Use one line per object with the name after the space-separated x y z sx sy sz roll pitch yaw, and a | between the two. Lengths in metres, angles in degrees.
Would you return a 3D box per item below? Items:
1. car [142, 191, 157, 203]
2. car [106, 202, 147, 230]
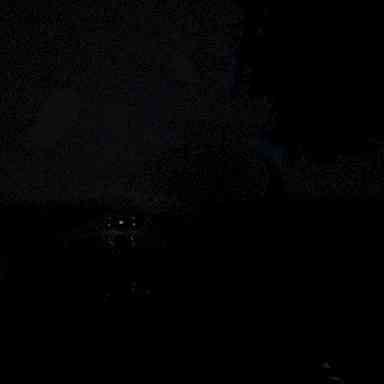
-7.767 1.017 62.265 2.150 2.045 5.566 0 0 -7 | car
-4.165 1.560 21.150 1.994 1.385 4.181 0 0 -3 | car
